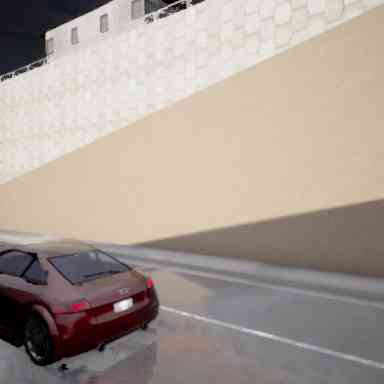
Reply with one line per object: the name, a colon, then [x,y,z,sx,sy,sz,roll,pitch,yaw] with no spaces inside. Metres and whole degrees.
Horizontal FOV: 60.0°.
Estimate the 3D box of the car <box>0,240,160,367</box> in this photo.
car: [-2.595,1.568,5.842,4.181,1.385,1.994,0,0,36]
